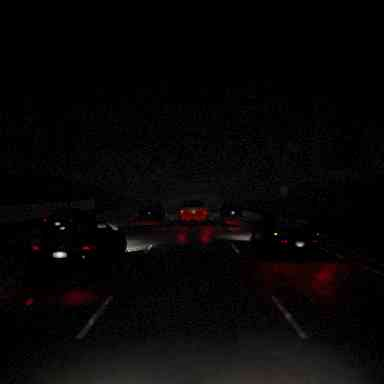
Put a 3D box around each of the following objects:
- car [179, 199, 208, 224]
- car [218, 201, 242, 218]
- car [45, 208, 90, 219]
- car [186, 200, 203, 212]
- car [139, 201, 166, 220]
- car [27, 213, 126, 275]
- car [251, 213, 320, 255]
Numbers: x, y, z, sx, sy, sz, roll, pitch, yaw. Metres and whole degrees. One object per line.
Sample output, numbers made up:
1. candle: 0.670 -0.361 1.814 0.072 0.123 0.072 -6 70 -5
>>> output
1. car: 0.110 1.420 25.399 2.097 1.767 4.553 0 0 0
2. car: 3.638 1.590 31.759 1.837 1.490 4.892 0 0 1
3. car: -6.892 1.615 19.001 1.994 1.385 4.181 0 0 0
4. car: 0.346 1.675 41.659 1.994 1.385 4.181 0 0 2
5. car: -3.382 1.555 29.008 1.882 1.535 5.008 0 0 0
6. car: -3.394 1.592 10.551 1.994 1.385 4.181 0 0 0
7. car: 3.605 1.562 13.397 1.812 1.442 4.674 0 0 0
